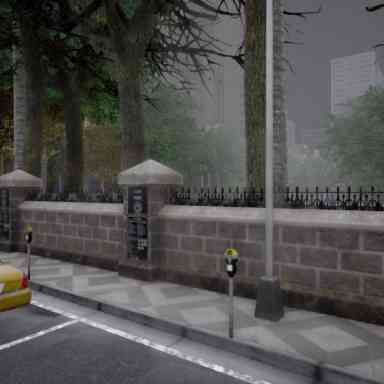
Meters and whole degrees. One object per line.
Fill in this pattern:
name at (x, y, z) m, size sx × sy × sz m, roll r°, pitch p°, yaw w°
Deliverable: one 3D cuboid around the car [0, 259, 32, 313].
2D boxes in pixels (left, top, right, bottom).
car at (-5.071, 1.526, 6.555) m, size 4.829 × 1.417 × 1.752 m, roll 0°, pitch 0°, yaw 35°
